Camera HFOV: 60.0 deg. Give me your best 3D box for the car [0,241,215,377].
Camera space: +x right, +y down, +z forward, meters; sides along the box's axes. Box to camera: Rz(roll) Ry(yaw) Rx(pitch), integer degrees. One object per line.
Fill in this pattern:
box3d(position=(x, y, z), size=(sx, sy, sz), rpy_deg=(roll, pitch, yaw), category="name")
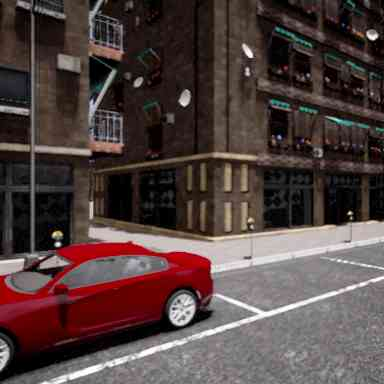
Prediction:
box3d(position=(-1.689, 1.541, 5.353), size=(4.507, 1.381, 1.887), rpy_deg=(0, 0, -36), category="car")
